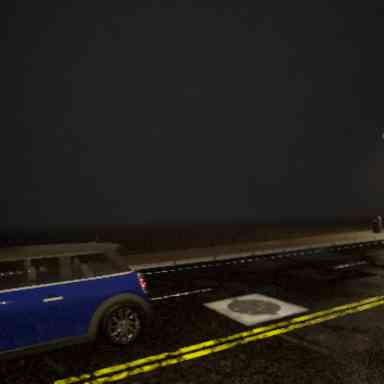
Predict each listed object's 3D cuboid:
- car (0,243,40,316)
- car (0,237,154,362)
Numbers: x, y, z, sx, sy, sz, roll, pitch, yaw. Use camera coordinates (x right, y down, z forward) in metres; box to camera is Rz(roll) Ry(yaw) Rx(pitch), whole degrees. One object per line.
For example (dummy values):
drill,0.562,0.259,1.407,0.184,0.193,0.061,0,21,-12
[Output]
car,-6.423,2.116,7.400,5.357,1.411,2.033,0,-3,-29
car,-3.044,1.736,5.603,4.553,1.767,2.097,0,-3,-30
